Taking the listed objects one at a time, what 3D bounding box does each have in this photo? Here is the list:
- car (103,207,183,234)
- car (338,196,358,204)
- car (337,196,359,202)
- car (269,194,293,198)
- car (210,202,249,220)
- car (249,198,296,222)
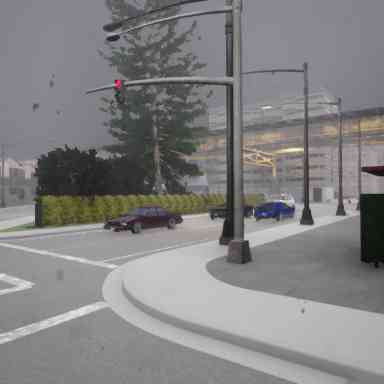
[{"bbox_3d":[-2.728,1.602,20.050,2.033,1.411,5.357,-1,0,36],"label":"car"},{"bbox_3d":[31.907,1.521,67.979,4.974,1.542,2.038,0,0,-29],"label":"car"},{"bbox_3d":[31.951,1.364,68.006,4.536,1.218,1.853,0,0,-29],"label":"car"},{"bbox_3d":[9.696,1.280,37.161,2.150,2.045,5.566,-1,0,36],"label":"car"},{"bbox_3d":[3.393,1.534,28.497,1.882,1.535,5.008,-1,0,36],"label":"car"},{"bbox_3d":[6.808,1.500,26.919,1.882,1.535,5.008,-1,0,36],"label":"car"}]
